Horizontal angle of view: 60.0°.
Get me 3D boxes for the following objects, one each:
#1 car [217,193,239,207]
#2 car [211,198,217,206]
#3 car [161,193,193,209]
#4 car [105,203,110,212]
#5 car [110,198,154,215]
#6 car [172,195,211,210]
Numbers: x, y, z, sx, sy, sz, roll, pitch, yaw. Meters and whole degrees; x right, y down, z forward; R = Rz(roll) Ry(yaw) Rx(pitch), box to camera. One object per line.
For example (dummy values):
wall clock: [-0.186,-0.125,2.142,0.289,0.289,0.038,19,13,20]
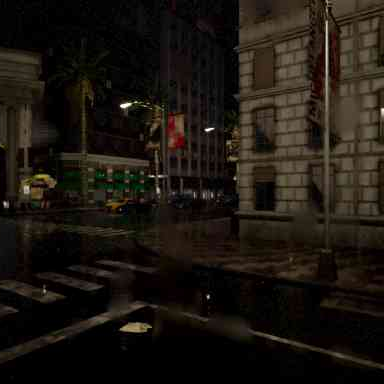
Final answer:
car: [6.772,1.221,50.718,5.566,2.045,2.150,0,0,-45]
car: [4.886,1.352,53.644,4.553,1.767,2.097,0,0,-43]
car: [-1.797,1.221,45.952,2.150,2.045,5.566,0,0,37]
car: [-7.599,1.478,38.073,1.882,1.535,5.008,0,0,37]
car: [-5.918,1.564,34.445,1.994,1.385,4.181,0,0,36]
car: [-0.012,1.526,42.473,1.812,1.442,4.674,0,0,37]
